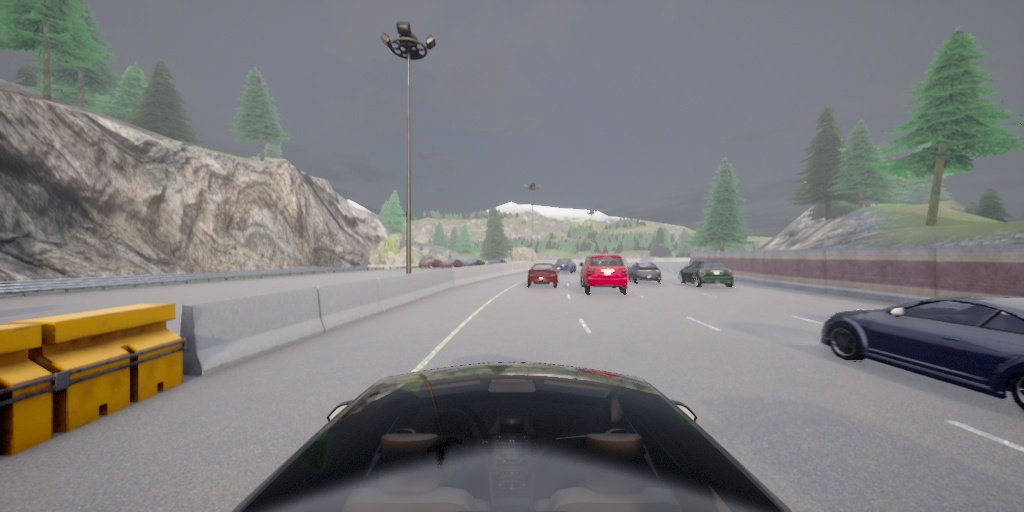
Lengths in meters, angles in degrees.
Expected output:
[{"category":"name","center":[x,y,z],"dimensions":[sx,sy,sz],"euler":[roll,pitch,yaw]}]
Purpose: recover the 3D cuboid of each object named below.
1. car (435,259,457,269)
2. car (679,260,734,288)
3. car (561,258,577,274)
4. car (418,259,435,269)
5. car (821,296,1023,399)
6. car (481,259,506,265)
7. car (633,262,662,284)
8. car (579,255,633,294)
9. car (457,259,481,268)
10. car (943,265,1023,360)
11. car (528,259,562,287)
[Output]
[{"category":"car","center":[-8.764,1.170,52.523],"dimensions":[1.882,1.535,5.008],"euler":[0,0,19]},{"category":"car","center":[12.803,1.075,23.896],"dimensions":[2.097,1.767,4.553],"euler":[0,0,9]},{"category":"car","center":[6.142,1.057,41.041],"dimensions":[2.097,1.767,4.553],"euler":[0,0,16]},{"category":"car","center":[-12.066,1.169,53.686],"dimensions":[1.882,1.535,5.008],"euler":[0,0,19]},{"category":"car","center":[7.272,1.309,5.578],"dimensions":[1.994,1.385,4.181],"euler":[0,0,2]},{"category":"car","center":[-2.140,1.206,50.263],"dimensions":[1.837,1.490,4.892],"euler":[0,0,19]},{"category":"car","center":[9.770,1.212,26.676],"dimensions":[2.128,1.511,4.902],"euler":[0,0,11]},{"category":"car","center":[5.081,0.950,20.249],"dimensions":[2.150,2.045,5.566],"euler":[0,0,8]},{"category":"car","center":[-5.544,1.171,51.120],"dimensions":[1.882,1.535,5.008],"euler":[0,0,19]},{"category":"car","center":[10.792,1.097,5.862],"dimensions":[2.097,1.767,4.553],"euler":[0,0,2]},{"category":"car","center":[2.203,1.201,24.253],"dimensions":[1.882,1.535,5.008],"euler":[0,0,9]}]
